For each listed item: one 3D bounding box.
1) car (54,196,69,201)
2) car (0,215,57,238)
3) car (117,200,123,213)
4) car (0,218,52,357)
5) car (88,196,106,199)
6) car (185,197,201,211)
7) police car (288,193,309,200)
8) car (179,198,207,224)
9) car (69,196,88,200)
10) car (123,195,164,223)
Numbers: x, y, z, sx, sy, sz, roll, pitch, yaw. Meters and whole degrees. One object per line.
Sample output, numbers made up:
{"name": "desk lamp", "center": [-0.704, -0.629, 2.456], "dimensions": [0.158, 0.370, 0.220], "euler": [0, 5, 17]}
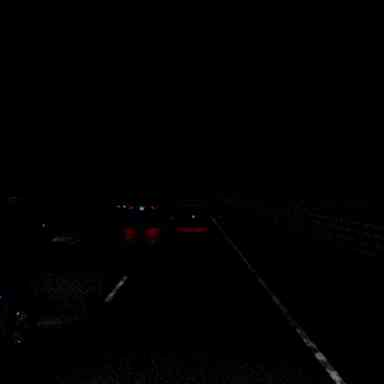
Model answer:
{"name": "car", "center": [-24.510, 1.470, 63.108], "dimensions": [1.812, 1.442, 4.674], "euler": [0, 0, 0]}
{"name": "car", "center": [-6.900, 1.546, 12.332], "dimensions": [2.033, 1.411, 5.357], "euler": [0, 0, 0]}
{"name": "car", "center": [-6.903, 1.530, 36.583], "dimensions": [2.033, 1.411, 5.357], "euler": [0, 0, 0]}
{"name": "car", "center": [-3.403, 1.352, 3.198], "dimensions": [2.097, 1.767, 4.553], "euler": [0, 0, 0]}
{"name": "car", "center": [-17.521, 1.447, 63.138], "dimensions": [2.128, 1.511, 4.902], "euler": [0, 0, 0]}
{"name": "car", "center": [0.096, 1.455, 42.173], "dimensions": [1.882, 1.535, 5.008], "euler": [0, 0, 0]}
{"name": "police car", "center": [20.214, 0.757, 63.720], "dimensions": [1.930, 1.638, 5.238], "euler": [0, -2, -16]}
{"name": "car", "center": [0.098, 1.471, 24.433], "dimensions": [1.882, 1.535, 5.008], "euler": [0, 0, 0]}
{"name": "car", "center": [-21.017, 1.448, 63.127], "dimensions": [1.837, 1.490, 4.892], "euler": [0, 0, 0]}
{"name": "car", "center": [-3.414, 1.214, 25.237], "dimensions": [2.150, 2.045, 5.566], "euler": [0, 0, 0]}
